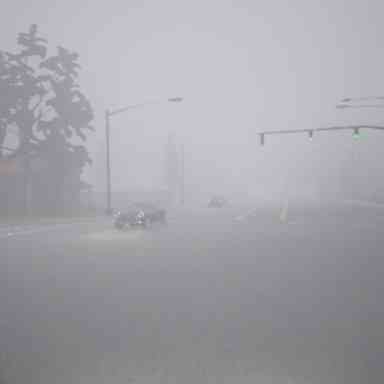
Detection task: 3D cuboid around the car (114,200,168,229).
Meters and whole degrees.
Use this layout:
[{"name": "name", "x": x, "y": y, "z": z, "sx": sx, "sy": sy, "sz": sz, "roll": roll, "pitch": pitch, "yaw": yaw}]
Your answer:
[{"name": "car", "x": -3.261, "y": 1.361, "z": 21.993, "sx": 2.097, "sy": 1.767, "sz": 4.553, "roll": -1, "pitch": 0, "yaw": 17}]

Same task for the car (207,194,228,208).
[{"name": "car", "x": 3.441, "y": 1.150, "z": 44.868, "sx": 2.097, "sy": 1.767, "sz": 4.553, "roll": -1, "pitch": 0, "yaw": 16}]
